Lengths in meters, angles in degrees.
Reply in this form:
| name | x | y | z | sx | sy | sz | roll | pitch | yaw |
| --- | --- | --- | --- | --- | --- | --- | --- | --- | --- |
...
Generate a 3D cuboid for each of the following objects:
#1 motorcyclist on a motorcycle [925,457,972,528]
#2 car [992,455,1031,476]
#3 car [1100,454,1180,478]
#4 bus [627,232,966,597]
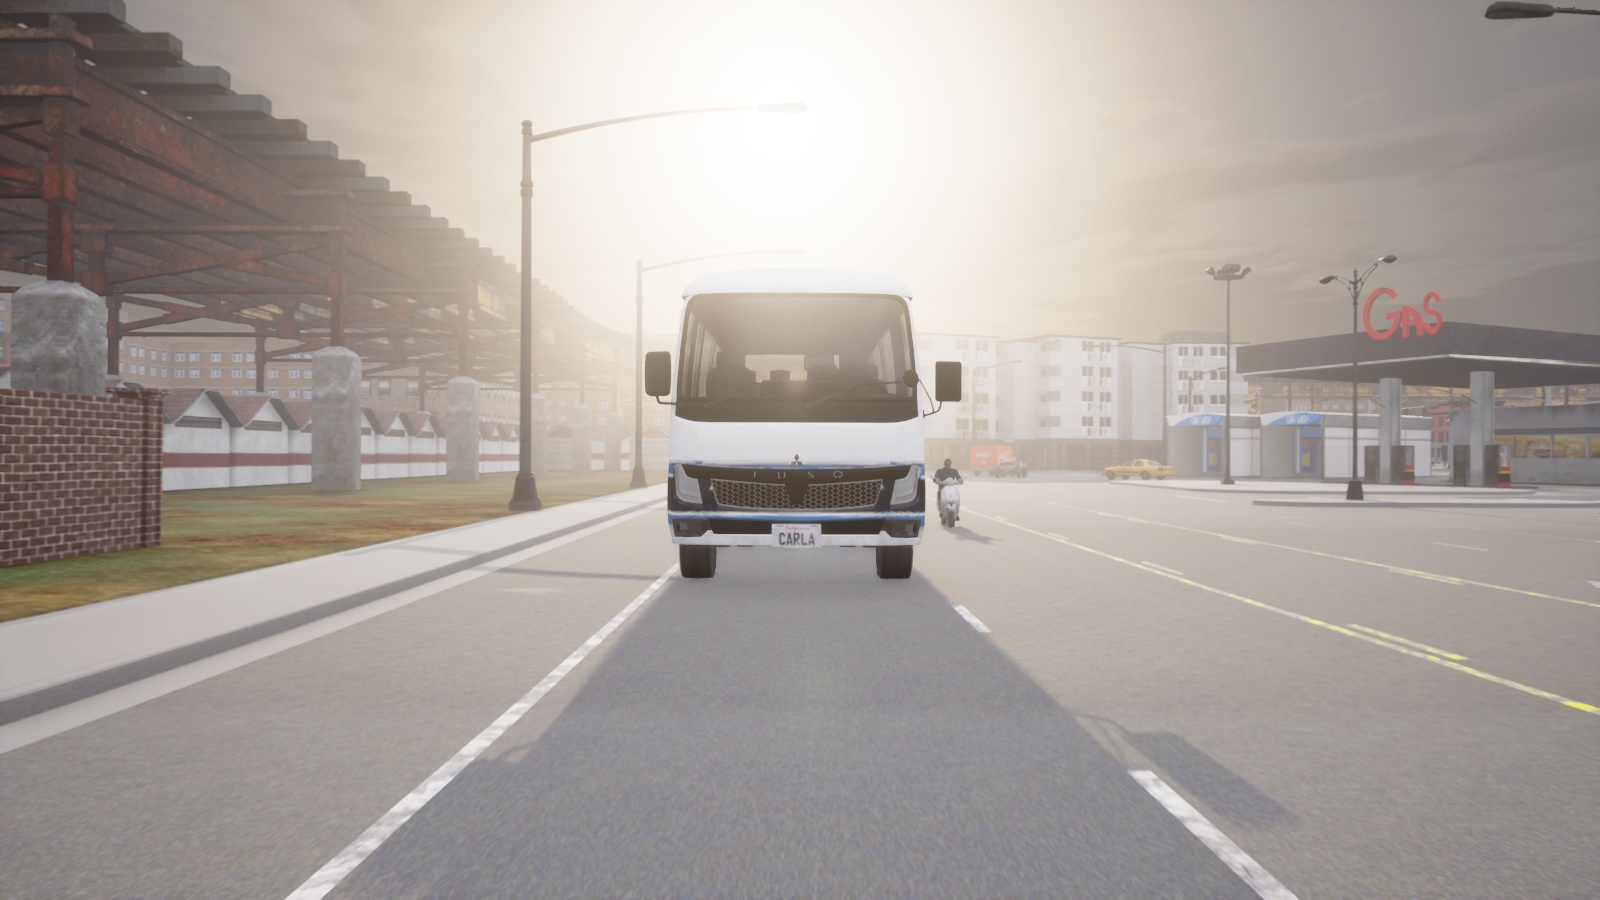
| name | x | y | z | sx | sy | sz | roll | pitch | yaw |
| --- | --- | --- | --- | --- | --- | --- | --- | --- | --- |
| motorcyclist on a motorcycle | 3.430 | 0.956 | 29.107 | 0.866 | 1.590 | 1.817 | 0 | 0 | 0 |
| car | 15.963 | 1.169 | 94.653 | 2.128 | 1.511 | 4.902 | 0 | 0 | 19 |
| car | 23.398 | 1.091 | 86.668 | 1.801 | 1.575 | 5.366 | 0 | 0 | -37 |
| bus | -0.053 | -0.396 | 19.792 | 3.944 | 4.253 | 10.273 | 0 | 0 | 0 |
